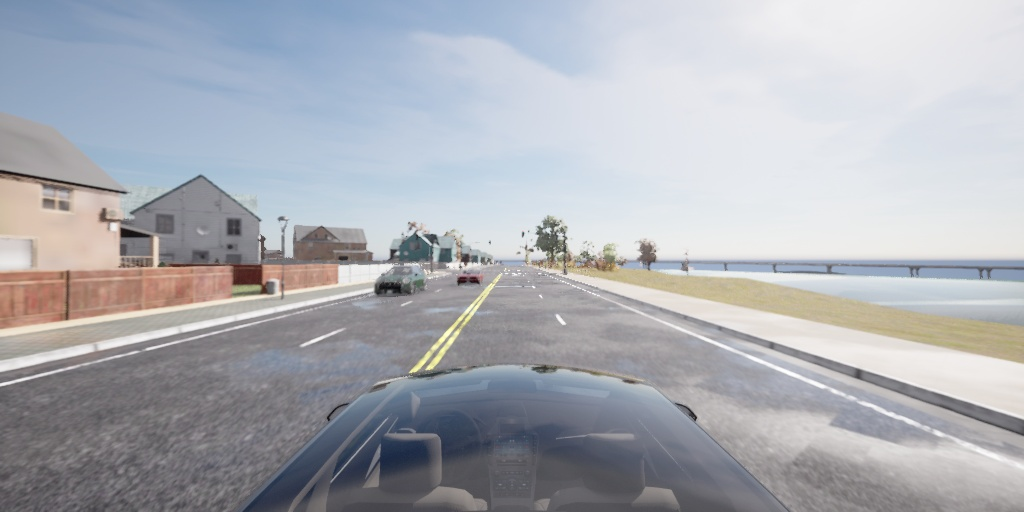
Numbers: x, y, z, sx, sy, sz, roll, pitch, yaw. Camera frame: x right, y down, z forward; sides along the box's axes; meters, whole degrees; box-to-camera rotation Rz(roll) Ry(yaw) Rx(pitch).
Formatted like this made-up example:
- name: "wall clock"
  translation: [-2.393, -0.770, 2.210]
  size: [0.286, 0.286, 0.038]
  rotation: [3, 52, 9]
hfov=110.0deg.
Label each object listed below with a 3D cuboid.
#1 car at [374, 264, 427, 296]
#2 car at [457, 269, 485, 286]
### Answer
- name: "car"
  translation: [-6.603, 1.370, 21.640]
  size: [2.097, 1.767, 4.553]
  rotation: [0, -1, 0]
- name: "car"
  translation: [-3.352, 1.729, 29.538]
  size: [1.895, 1.301, 4.718]
  rotation: [0, -1, 0]
